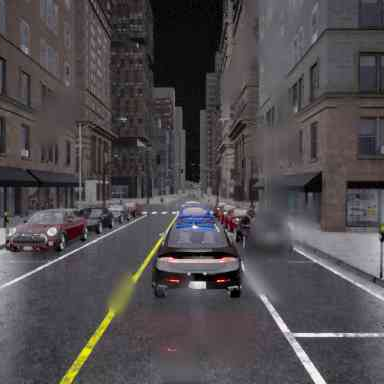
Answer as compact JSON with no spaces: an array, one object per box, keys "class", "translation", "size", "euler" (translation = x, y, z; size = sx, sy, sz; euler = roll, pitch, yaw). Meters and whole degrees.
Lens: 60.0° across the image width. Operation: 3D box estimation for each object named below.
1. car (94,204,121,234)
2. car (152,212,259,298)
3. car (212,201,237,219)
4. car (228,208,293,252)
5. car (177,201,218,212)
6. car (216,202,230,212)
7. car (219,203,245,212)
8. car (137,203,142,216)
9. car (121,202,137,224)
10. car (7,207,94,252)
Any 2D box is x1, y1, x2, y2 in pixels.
[{"class":"car","translation":[-5.711,1.565,19.113],"size":[1.947,1.339,4.313],"euler":[-1,0,0]},{"class":"car","translation":[0.126,1.490,8.513],"size":[2.128,1.511,4.902],"euler":[0,0,0]},{"class":"car","translation":[2.850,1.544,30.095],"size":[1.887,1.381,4.507],"euler":[-1,0,0]},{"class":"car","translation":[2.796,1.564,13.580],"size":[1.947,1.339,4.313],"euler":[-1,0,0]},{"class":"car","translation":[0.159,1.476,18.018],"size":[1.882,1.535,5.008],"euler":[0,0,0]},{"class":"car","translation":[2.832,1.544,24.590],"size":[1.887,1.381,4.507],"euler":[-1,0,0]},{"class":"car","translation":[2.814,1.543,19.084],"size":[1.887,1.381,4.507],"euler":[-1,0,0]},{"class":"car","translation":[-5.675,1.544,30.124],"size":[1.887,1.381,4.507],"euler":[-1,0,0]},{"class":"car","translation":[-5.693,1.550,24.618],"size":[2.008,1.369,4.403],"euler":[-1,0,0]},{"class":"car","translation":[-5.731,1.439,13.608],"size":[1.967,1.590,4.097],"euler":[-1,0,0]}]
